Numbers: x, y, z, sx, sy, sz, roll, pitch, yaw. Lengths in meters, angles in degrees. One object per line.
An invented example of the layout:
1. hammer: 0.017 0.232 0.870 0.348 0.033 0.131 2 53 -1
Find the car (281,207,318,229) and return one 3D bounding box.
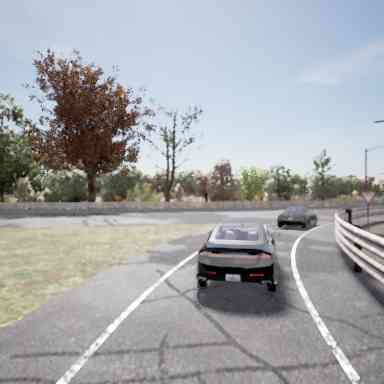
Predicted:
1. car: 7.481 1.724 23.416 1.994 1.385 4.181 0 0 32

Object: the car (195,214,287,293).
1. car: 1.373 1.553 9.170 2.128 1.511 4.902 0 0 13
